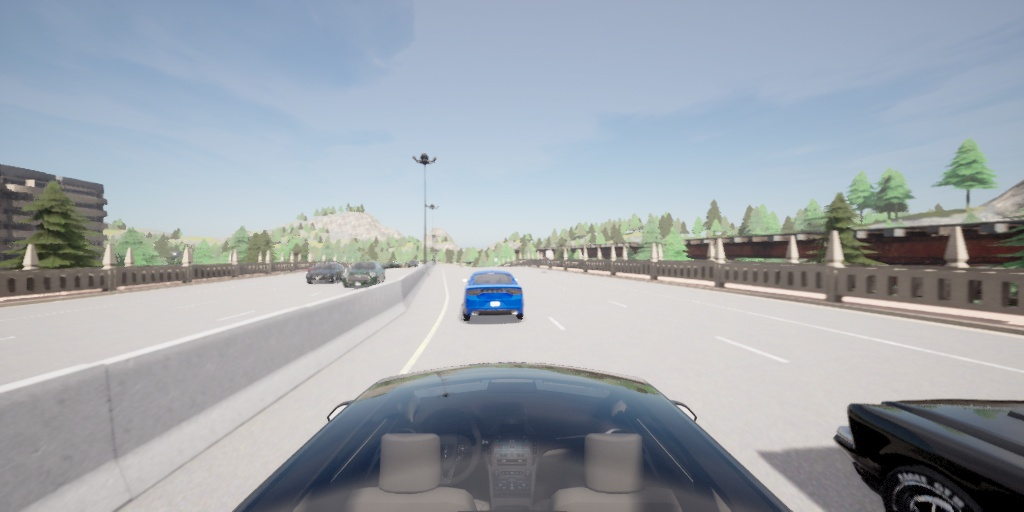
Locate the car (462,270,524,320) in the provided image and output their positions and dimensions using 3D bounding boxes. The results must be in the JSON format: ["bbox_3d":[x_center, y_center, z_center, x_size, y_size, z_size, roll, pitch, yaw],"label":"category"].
[{"bbox_3d":[-0.741,1.230,12.786,1.882,1.535,5.008,0,0,-6],"label":"car"}]

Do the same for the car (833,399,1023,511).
[{"bbox_3d":[3.487,1.338,0.678,1.895,1.301,4.718,0,0,0],"label":"car"}]

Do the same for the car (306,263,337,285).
[{"bbox_3d":[-14.124,1.332,27.502,1.837,1.490,4.892,0,0,-11],"label":"car"}]

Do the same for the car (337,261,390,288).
[{"bbox_3d":[-9.932,1.155,24.362,2.097,1.767,4.553,0,0,-11],"label":"car"}]
